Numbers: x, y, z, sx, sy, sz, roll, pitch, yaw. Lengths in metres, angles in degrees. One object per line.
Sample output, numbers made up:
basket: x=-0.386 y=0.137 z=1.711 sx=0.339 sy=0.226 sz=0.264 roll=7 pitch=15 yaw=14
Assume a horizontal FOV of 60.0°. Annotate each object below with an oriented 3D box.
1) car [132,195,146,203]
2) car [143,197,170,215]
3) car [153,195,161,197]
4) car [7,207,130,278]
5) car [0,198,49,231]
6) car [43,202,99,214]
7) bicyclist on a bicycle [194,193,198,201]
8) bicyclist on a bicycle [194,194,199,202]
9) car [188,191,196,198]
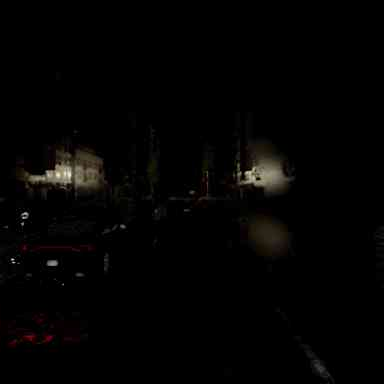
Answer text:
car: x=-9.768 y=1.274 z=61.861 sx=1.994 sy=1.385 sz=4.181 roll=0 pitch=0 yaw=1
car: x=-3.146 y=1.468 z=31.888 sx=1.895 sy=1.301 sz=4.718 roll=0 pitch=0 yaw=0
car: x=-6.516 y=1.237 z=61.869 sx=1.812 sy=1.442 sz=4.674 roll=0 pitch=0 yaw=1
car: x=-3.151 y=1.437 z=9.984 sx=1.882 sy=1.535 sz=5.008 roll=0 pitch=0 yaw=0
car: x=-9.847 y=1.270 z=19.914 sx=2.097 sy=1.767 sz=4.553 roll=0 pitch=0 yaw=0
car: x=-6.597 y=1.410 z=19.845 sx=2.128 sy=1.511 sz=4.902 roll=0 pitch=0 yaw=0
bicyclist on a bicycle: x=0.896 y=1.078 z=74.593 sx=0.866 sy=1.612 sz=1.509 roll=0 pitch=0 yaw=0
bicyclist on a bicycle: x=0.895 y=1.129 z=65.593 sx=0.866 sy=1.612 sz=1.509 roll=0 pitch=0 yaw=0
car: x=0.008 y=0.716 z=93.026 sx=2.150 sy=2.045 sz=5.566 roll=0 pitch=0 yaw=0
